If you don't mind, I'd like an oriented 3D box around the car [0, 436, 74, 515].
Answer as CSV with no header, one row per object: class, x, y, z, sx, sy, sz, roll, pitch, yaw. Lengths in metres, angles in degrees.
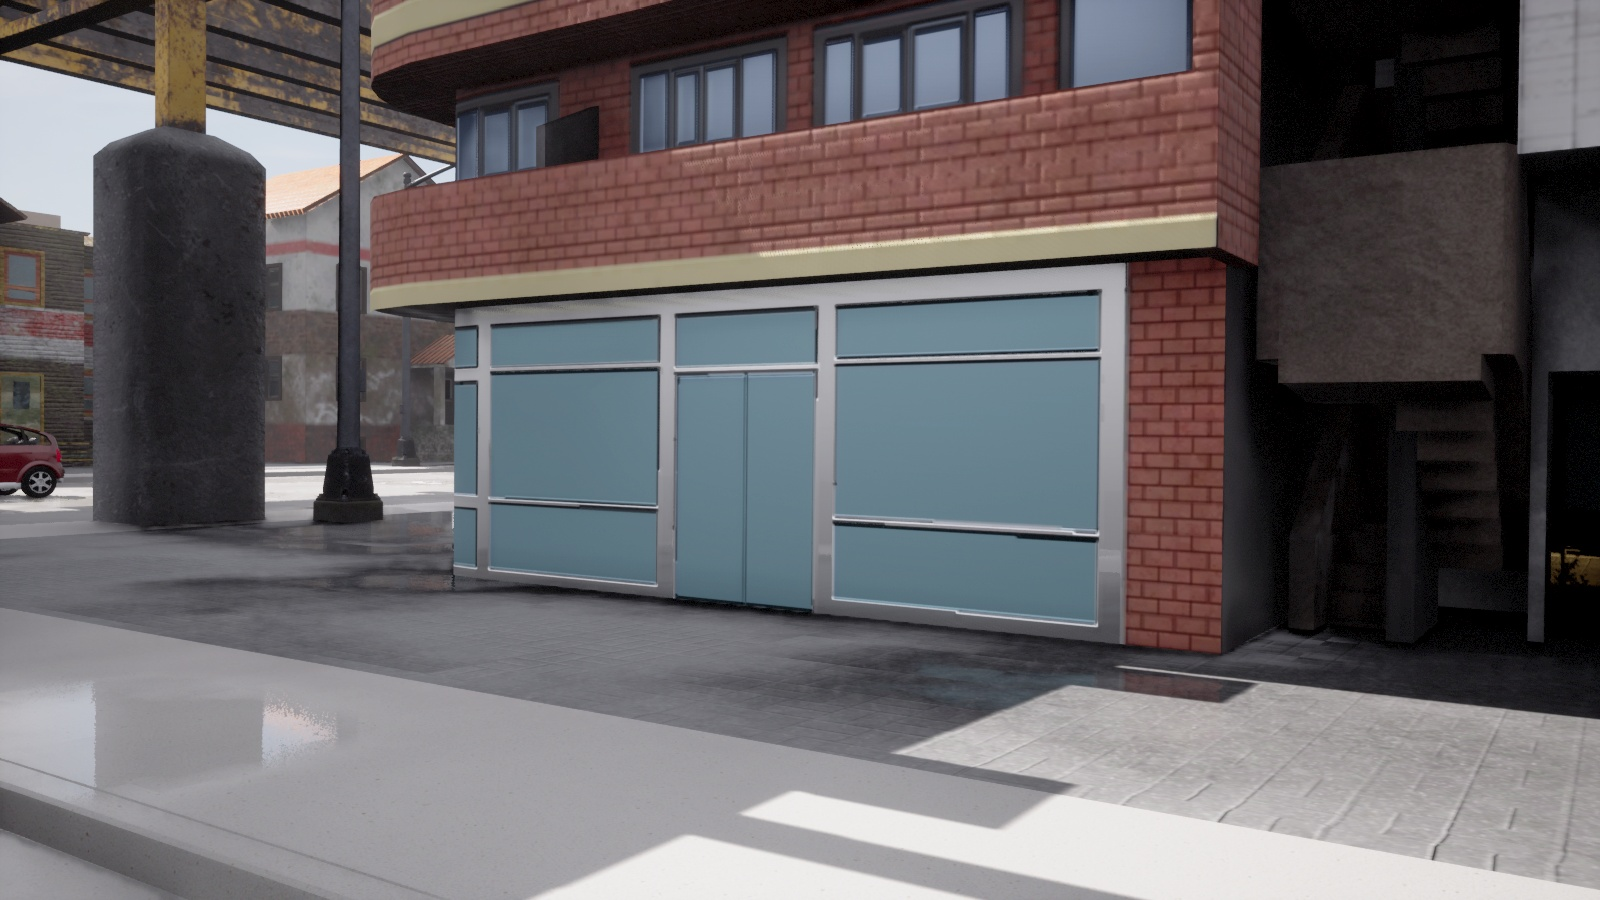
car,-16.831,0.521,24.977,1.789,1.549,3.705,0,1,33
